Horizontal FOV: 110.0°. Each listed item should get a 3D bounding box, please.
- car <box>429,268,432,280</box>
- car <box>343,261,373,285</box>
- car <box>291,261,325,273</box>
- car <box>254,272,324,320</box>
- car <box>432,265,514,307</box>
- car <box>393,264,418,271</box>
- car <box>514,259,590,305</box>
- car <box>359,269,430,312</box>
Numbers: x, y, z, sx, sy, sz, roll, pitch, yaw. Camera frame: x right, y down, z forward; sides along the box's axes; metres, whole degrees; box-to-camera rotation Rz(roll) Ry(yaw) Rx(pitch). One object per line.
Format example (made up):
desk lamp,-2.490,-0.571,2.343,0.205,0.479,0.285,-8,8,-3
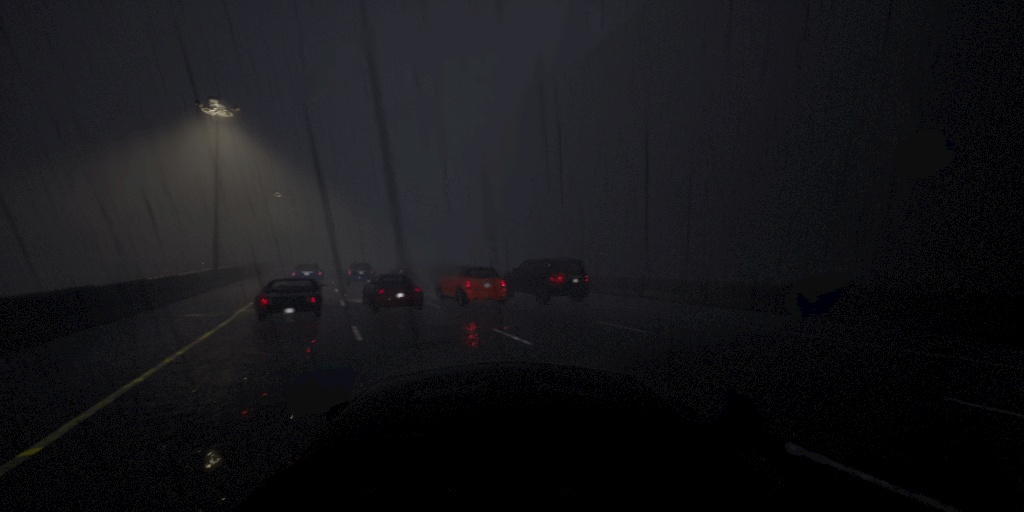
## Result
car,-5.992,1.484,31.781,1.837,1.490,4.892,0,0,-27
car,-12.141,1.285,28.440,2.097,1.767,4.553,0,0,-27
car,-15.232,1.264,26.797,2.097,1.767,4.553,0,0,-27
car,-8.118,1.467,13.410,1.895,1.301,4.718,0,-1,-28
car,-2.013,1.261,16.853,2.097,1.767,4.553,0,-1,-27
car,-9.085,1.448,30.143,2.128,1.511,4.902,0,0,-27
car,1.473,1.149,17.724,2.150,2.045,5.566,0,0,-28
car,-5.120,1.454,15.239,1.994,1.385,4.181,0,0,-28
